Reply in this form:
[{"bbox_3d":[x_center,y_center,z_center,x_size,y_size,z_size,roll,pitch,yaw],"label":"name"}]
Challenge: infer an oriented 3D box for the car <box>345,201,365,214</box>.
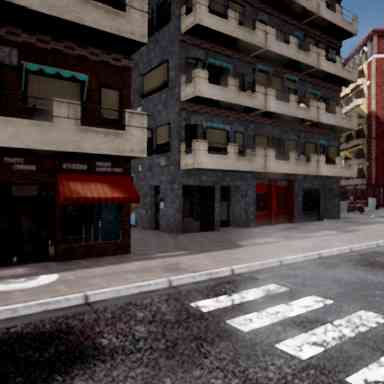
[{"bbox_3d":[18.134,1.763,38.461,1.895,1.301,4.718,0,0,5],"label":"car"}]
